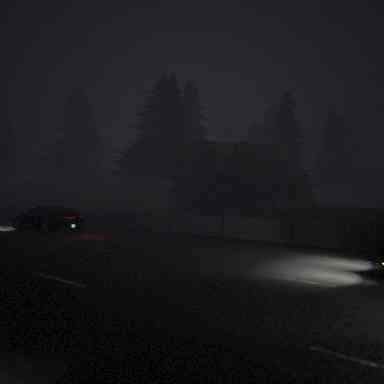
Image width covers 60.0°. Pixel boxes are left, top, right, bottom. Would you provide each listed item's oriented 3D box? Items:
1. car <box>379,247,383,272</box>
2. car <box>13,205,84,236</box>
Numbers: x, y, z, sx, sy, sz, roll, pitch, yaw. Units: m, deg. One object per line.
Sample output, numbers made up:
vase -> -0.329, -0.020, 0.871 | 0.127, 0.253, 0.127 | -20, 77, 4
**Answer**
car -> 7.052, 1.520, 7.540 | 4.892, 1.490, 1.837 | 0, 0, 36
car -> -8.039, 1.483, 18.452 | 4.892, 1.490, 1.837 | 0, 0, 36
